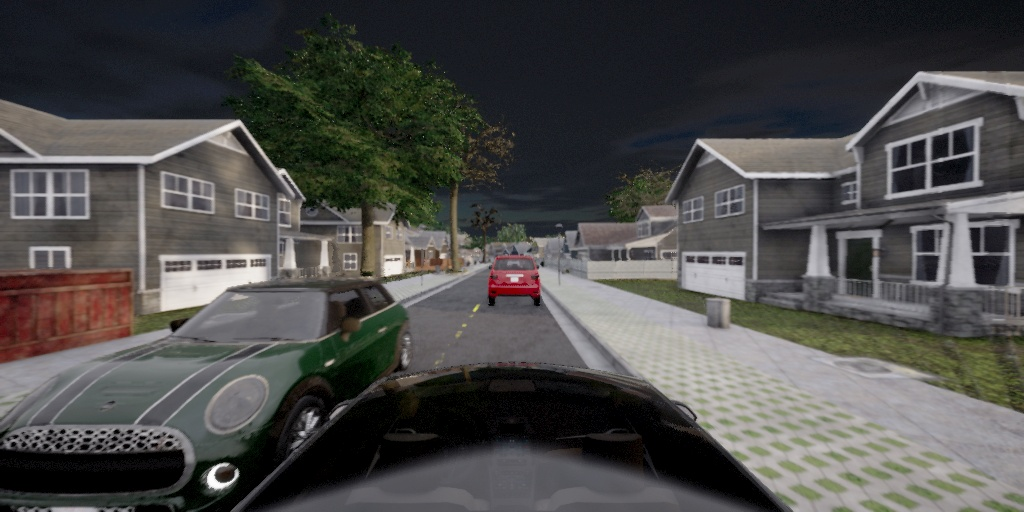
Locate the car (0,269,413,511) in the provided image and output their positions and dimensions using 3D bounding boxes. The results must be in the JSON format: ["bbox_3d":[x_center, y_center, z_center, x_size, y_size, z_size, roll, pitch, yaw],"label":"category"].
[{"bbox_3d":[-2.842,1.107,4.571,2.097,1.767,4.553,0,0,0],"label":"car"}]

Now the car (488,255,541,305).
[{"bbox_3d":[0.099,0.996,16.335,2.150,2.045,5.566,0,0,0],"label":"car"}]
